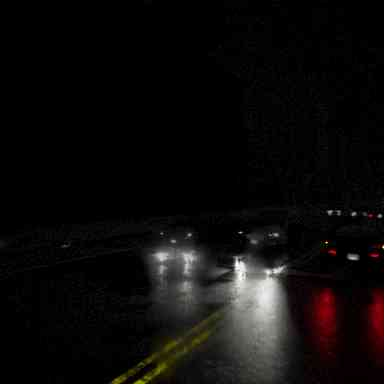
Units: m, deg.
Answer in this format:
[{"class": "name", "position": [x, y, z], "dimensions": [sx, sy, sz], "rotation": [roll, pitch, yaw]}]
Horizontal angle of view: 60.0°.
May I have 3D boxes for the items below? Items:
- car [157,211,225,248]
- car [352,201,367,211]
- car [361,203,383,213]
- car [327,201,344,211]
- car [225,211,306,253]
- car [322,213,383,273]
[{"class": "car", "position": [0.626, 1.627, 15.744], "dimensions": [2.033, 1.411, 5.357], "rotation": [0, 0, 31]}, {"class": "car", "position": [24.997, 2.051, 49.346], "dimensions": [1.882, 1.535, 5.008], "rotation": [0, 0, 32]}, {"class": "car", "position": [15.011, 1.831, 26.425], "dimensions": [2.033, 1.411, 5.357], "rotation": [0, -1, 31]}, {"class": "car", "position": [22.004, 2.107, 50.687], "dimensions": [2.033, 1.411, 5.357], "rotation": [0, -1, 32]}, {"class": "car", "position": [3.550, 1.582, 14.289], "dimensions": [2.128, 1.511, 4.902], "rotation": [0, 0, 31]}, {"class": "car", "position": [5.560, 1.612, 10.979], "dimensions": [1.812, 1.442, 4.674], "rotation": [0, -1, 31]}]
